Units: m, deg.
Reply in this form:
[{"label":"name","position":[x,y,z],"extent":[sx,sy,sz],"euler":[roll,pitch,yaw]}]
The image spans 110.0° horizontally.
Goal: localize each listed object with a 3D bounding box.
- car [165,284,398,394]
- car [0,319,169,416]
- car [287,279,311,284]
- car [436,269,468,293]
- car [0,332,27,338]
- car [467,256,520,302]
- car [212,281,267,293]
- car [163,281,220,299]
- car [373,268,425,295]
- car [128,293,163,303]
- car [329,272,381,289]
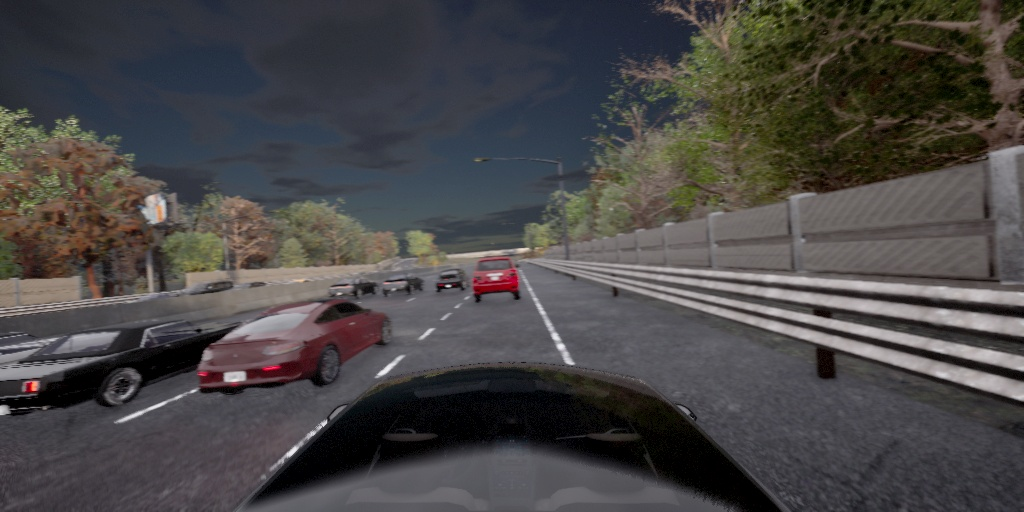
[{"label":"car","position":[-4.142,1.641,7.651],"extent":[1.812,1.442,4.674],"euler":[-5,0,0]},{"label":"car","position":[-7.622,2.009,7.538],"extent":[1.895,1.301,4.718],"euler":[-5,0,0]},{"label":"car","position":[-21.686,3.163,36.271],"extent":[1.882,1.535,5.008],"euler":[-5,0,0]},{"label":"car","position":[-4.093,1.672,25.367],"extent":[1.837,1.490,4.892],"euler":[-5,0,0]},{"label":"car","position":[-11.110,2.303,7.613],"extent":[1.895,1.301,4.718],"euler":[-5,0,0]},{"label":"car","position":[-0.748,1.084,18.555],"extent":[2.150,2.045,5.566],"euler":[-5,0,0]},{"label":"car","position":[-25.190,3.324,34.031],"extent":[2.097,1.767,4.553],"euler":[-5,0,0]},{"label":"car","position":[-28.691,3.488,33.614],"extent":[2.150,2.045,5.566],"euler":[-5,0,0]},{"label":"car","position":[-7.579,1.952,25.343],"extent":[2.128,1.511,4.902],"euler":[-5,0,0]},{"label":"car","position":[-32.155,4.102,32.590],"extent":[2.033,1.411,5.357],"euler":[-5,0,0]},{"label":"car","position":[-11.069,2.246,25.356],"extent":[2.128,1.511,4.902],"euler":[-5,0,0]}]
